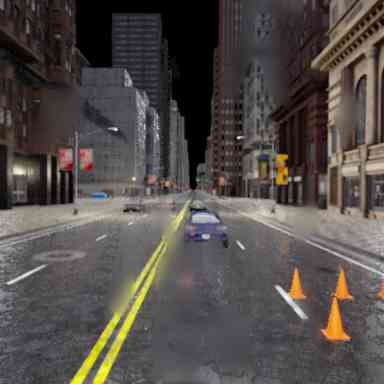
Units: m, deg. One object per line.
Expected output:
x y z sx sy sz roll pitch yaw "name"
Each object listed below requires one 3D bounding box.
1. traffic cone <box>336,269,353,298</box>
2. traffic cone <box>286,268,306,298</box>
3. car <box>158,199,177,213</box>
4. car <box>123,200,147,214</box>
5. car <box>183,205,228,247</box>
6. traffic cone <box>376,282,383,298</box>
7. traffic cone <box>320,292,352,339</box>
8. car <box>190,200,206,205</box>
3.282 1.980 7.285 0.340 0.580 0.340 0 0 0 "traffic cone"
2.282 1.974 7.290 0.340 0.580 0.340 0 0 0 "traffic cone"
-2.754 1.512 37.842 1.812 1.442 4.674 0 0 1 "car"
-6.022 1.514 35.635 2.033 1.411 5.357 0 0 0 "car"
0.556 1.534 14.987 1.812 1.442 4.674 0 0 0 "car"
4.282 1.987 7.280 0.340 0.580 0.340 0 0 0 "traffic cone"
2.272 1.973 5.290 0.340 0.580 0.340 0 0 0 "traffic cone"
0.686 1.573 39.004 1.994 1.385 4.181 0 0 0 "car"
